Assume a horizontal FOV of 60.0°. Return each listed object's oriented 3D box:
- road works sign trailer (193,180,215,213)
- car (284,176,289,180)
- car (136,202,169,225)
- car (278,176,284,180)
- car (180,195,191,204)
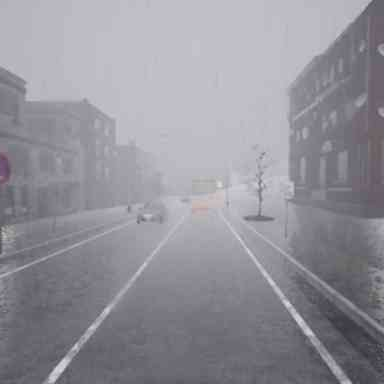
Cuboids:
[{"bbox_3d":[1.317,0.455,36.207,2.380,3.560,2.880,0,0,3],"label":"road works sign trailer"},{"bbox_3d":[26.047,-3.675,84.902,2.185,1.767,4.553,0,1,-3],"label":"car"},{"bbox_3d":[-2.775,1.465,24.175,2.128,1.511,4.902,0,0,2],"label":"car"},{"bbox_3d":[25.784,-3.653,90.422,2.097,1.535,5.008,0,1,-1],"label":"car"},{"bbox_3d":[-1.182,1.462,64.743,1.837,1.490,4.892,0,0,3],"label":"car"}]
